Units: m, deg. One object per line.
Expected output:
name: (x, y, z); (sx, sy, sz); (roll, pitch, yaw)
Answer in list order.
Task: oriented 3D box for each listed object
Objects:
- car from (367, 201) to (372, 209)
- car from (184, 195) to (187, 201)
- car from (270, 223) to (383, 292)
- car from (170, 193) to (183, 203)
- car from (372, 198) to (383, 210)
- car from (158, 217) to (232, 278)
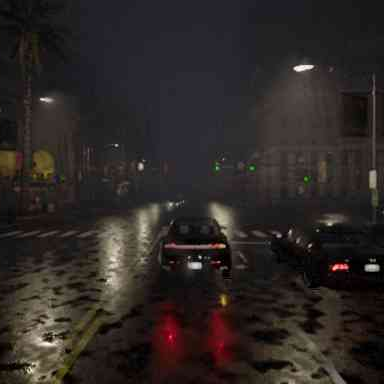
car: (26.031, 1.481, 44.406); (5.008, 1.535, 1.882); (0, 0, 0)
car: (-2.582, 1.480, 88.323); (1.882, 1.535, 5.008); (0, 0, 10)
car: (3.580, 1.548, 9.089); (2.033, 1.411, 5.357); (0, 0, 0)
car: (-3.510, 1.548, 68.036); (2.033, 1.411, 5.357); (0, 0, 0)
car: (25.412, 1.508, 40.896); (4.892, 1.490, 1.837); (0, 0, 0)
car: (0.078, 1.492, 10.115); (2.128, 1.511, 4.902); (0, 0, 0)
